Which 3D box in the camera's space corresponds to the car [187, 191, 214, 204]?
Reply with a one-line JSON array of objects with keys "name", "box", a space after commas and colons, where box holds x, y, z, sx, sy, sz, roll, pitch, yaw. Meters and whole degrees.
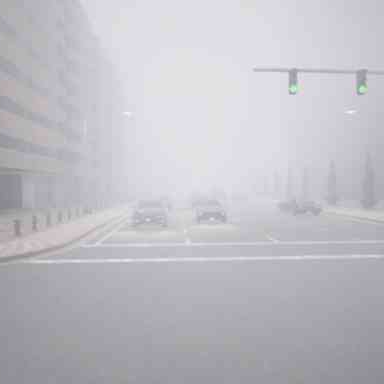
[{"name": "car", "box": [0.678, 0.903, 31.624, 1.837, 1.490, 4.892, 0, 1, -2]}]

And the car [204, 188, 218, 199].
[{"name": "car", "box": [3.300, 0.252, 58.905, 2.097, 1.767, 4.553, 0, 1, -2]}]

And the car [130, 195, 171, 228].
[{"name": "car", "box": [-2.340, 1.137, 19.228, 1.837, 1.490, 4.892, 0, 1, -3]}]

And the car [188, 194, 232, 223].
[{"name": "car", "box": [1.032, 1.121, 21.789, 2.033, 1.411, 5.357, 0, 1, -2]}]

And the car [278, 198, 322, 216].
[{"name": "car", "box": [8.086, 1.081, 25.456, 1.895, 1.301, 4.718, 0, 1, -2]}]

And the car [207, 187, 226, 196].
[{"name": "car", "box": [3.664, 0.306, 48.498, 2.150, 2.045, 5.566, 0, 1, -2]}]

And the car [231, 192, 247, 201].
[{"name": "car", "box": [7.096, 0.628, 50.982, 1.895, 1.301, 4.718, 0, 1, -2]}]
